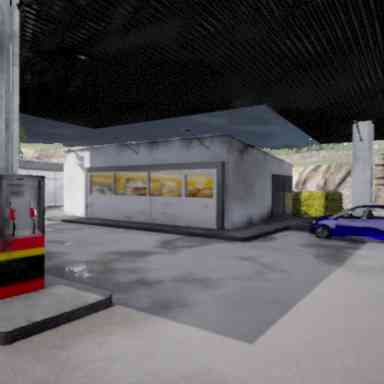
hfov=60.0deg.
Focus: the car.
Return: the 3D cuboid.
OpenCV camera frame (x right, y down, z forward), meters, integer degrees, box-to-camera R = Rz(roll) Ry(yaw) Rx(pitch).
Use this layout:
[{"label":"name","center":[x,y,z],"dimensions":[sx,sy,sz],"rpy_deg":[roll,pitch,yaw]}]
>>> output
[{"label":"car","center":[7.769,1.391,15.185],"dimensions":[4.611,1.667,2.242],"rpy_deg":[1,1,35]}]
